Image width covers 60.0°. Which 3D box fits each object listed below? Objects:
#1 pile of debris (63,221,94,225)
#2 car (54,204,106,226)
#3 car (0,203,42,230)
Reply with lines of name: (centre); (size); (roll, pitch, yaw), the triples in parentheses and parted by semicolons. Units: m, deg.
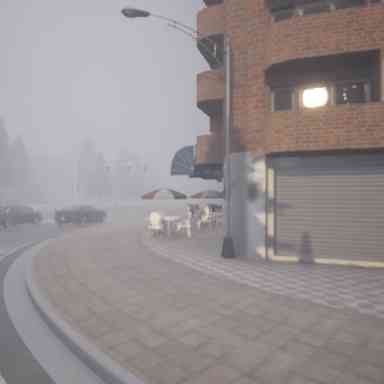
pile of debris: (-8.685, 2.392, 25.508); (1.500, 0.140, 1.860); (0, -1, 16)
car: (-8.349, 1.693, 25.377); (1.882, 1.535, 5.008); (0, -1, 13)
car: (-12.371, 1.672, 22.919); (2.128, 1.511, 4.902); (0, -1, 8)
